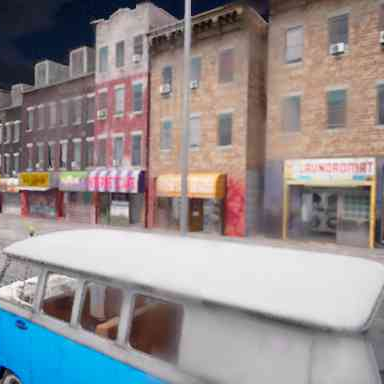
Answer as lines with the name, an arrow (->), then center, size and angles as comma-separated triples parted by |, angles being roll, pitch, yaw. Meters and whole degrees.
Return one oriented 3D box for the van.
van -> -0.305, 1.331, 3.001 | 3.998, 1.788, 1.690 | 0, 1, 36
